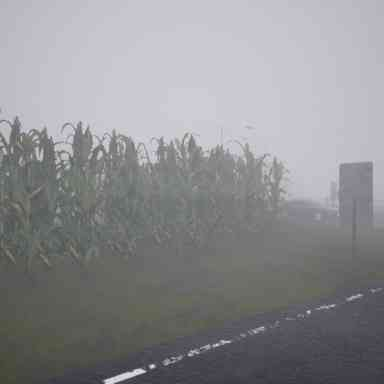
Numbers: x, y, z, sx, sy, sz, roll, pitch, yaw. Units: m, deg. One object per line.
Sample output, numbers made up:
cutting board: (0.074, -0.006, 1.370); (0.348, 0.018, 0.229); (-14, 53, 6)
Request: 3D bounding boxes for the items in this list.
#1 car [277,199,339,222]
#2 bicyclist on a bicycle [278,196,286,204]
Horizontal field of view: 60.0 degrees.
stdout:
car: (8.642, 1.310, 24.814); (1.837, 1.490, 4.892); (1, 0, -36)
bicyclist on a bicycle: (9.327, 1.246, 34.080); (1.656, 1.620, 0.582); (-1, 1, -36)
